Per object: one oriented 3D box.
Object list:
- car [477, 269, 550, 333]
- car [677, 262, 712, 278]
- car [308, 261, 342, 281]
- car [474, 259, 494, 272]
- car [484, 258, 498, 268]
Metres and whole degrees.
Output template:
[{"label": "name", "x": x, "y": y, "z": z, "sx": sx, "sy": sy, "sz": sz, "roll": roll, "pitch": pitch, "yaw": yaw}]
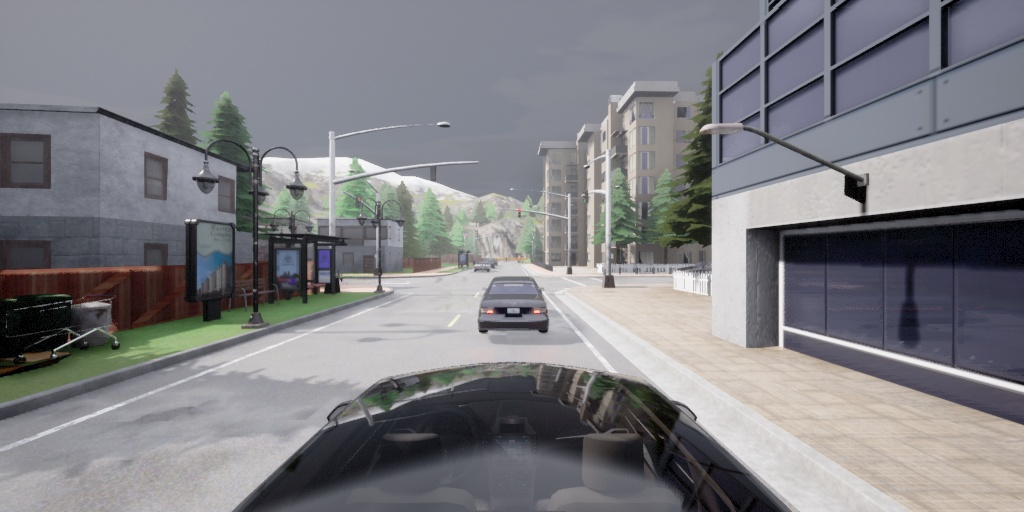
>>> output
[{"label": "car", "x": 0.041, "y": 1.297, "z": 10.701, "sx": 2.033, "sy": 1.411, "sz": 5.357, "roll": 0, "pitch": 0, "yaw": 0}, {"label": "car", "x": 16.601, "y": 1.257, "z": 30.700, "sx": 4.902, "sy": 1.511, "sz": 2.128, "roll": 0, "pitch": 0, "yaw": -2}, {"label": "car", "x": -14.431, "y": 1.083, "z": 25.019, "sx": 4.553, "sy": 1.767, "sz": 2.097, "roll": 0, "pitch": 0, "yaw": -5}, {"label": "car", "x": -3.731, "y": 1.351, "z": 45.410, "sx": 1.895, "sy": 1.301, "sz": 4.718, "roll": 0, "pitch": 0, "yaw": 0}, {"label": "car", "x": -3.753, "y": 1.102, "z": 56.015, "sx": 2.097, "sy": 1.767, "sz": 4.553, "roll": 0, "pitch": 0, "yaw": 0}]
